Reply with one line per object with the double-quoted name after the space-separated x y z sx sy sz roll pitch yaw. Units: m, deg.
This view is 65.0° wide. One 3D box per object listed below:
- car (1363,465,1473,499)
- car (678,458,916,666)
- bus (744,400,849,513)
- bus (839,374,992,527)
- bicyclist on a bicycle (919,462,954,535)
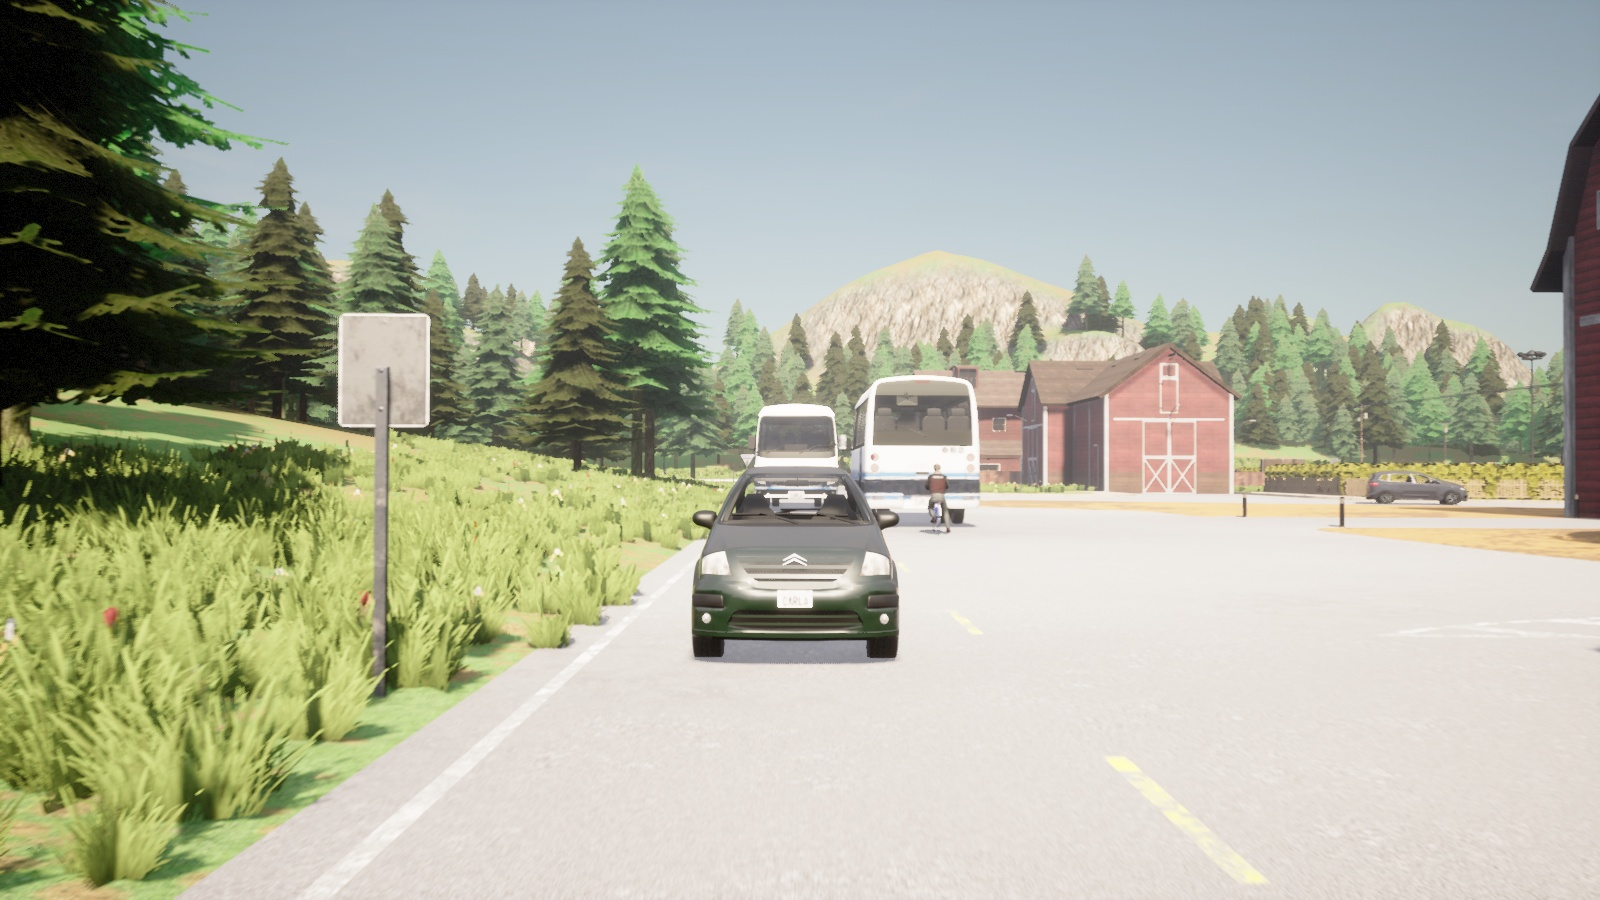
30.822 1.570 62.780 4.611 1.667 2.242 0 -1 18 "car"
-0.029 0.911 11.821 1.851 1.617 3.988 0 -1 0 "car"
-0.133 0.318 52.503 3.944 4.253 10.273 0 -1 0 "bus"
3.397 0.100 40.325 3.944 4.253 10.273 0 -1 0 "bus"
3.423 1.199 31.513 0.659 1.776 1.843 0 -1 0 "bicyclist on a bicycle"
